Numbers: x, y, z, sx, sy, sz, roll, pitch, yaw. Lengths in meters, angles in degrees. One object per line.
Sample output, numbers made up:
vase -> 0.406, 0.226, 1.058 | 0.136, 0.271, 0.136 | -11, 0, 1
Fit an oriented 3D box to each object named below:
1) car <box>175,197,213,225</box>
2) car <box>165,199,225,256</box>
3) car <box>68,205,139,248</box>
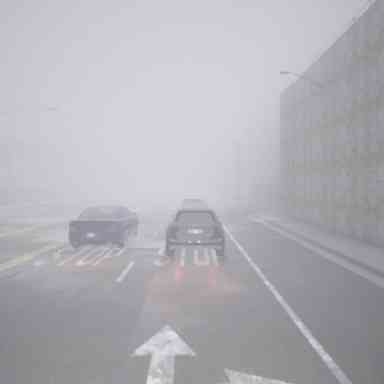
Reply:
car -> 0.106, 1.154, 21.675 | 2.163, 1.488, 4.792 | 0, 1, 0
car -> 0.105, 1.230, 12.273 | 2.033, 1.649, 4.856 | 0, 1, 0
car -> -3.395, 1.257, 13.641 | 1.882, 1.535, 5.008 | 0, 1, 0
